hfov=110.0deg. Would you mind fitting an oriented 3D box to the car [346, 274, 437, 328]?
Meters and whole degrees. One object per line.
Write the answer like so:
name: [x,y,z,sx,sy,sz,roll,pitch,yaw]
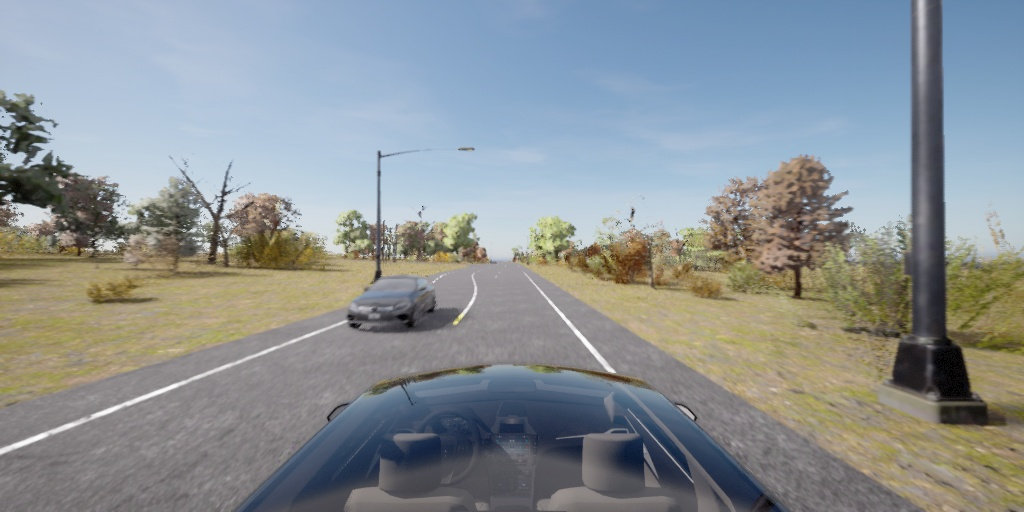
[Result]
car: [-3.684,1.348,11.796,1.812,1.442,4.674,0,0,-1]
